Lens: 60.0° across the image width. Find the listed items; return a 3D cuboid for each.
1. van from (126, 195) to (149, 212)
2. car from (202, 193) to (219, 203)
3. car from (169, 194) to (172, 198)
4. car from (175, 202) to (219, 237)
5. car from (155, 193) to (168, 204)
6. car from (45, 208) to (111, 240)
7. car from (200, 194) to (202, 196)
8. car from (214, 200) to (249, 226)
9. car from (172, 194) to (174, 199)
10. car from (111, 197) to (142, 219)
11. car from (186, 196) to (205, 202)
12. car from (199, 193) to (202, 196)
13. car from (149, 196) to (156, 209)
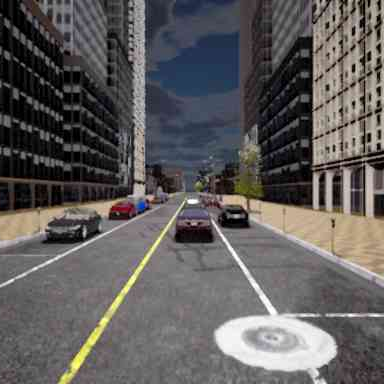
[{"bbox_3d":[-5.694,1.200,33.538,1.690,1.788,3.998,0,0,0],"label":"van"},{"bbox_3d":[2.684,1.249,44.909,1.967,1.590,4.097,0,0,0],"label":"car"},{"bbox_3d":[-5.703,1.268,67.692,1.947,1.339,4.313,0,0,0],"label":"car"},{"bbox_3d":[0.101,1.475,17.451,2.033,1.411,5.357,0,0,0],"label":"car"},{"bbox_3d":[-5.699,1.196,56.306,1.967,1.590,4.097,0,0,0],"label":"car"},{"bbox_3d":[-5.691,1.482,16.462,2.008,1.369,4.403,0,0,0],"label":"car"},{"bbox_3d":[2.680,1.338,56.294,1.802,1.307,4.206,0,0,0],"label":"car"},{"bbox_3d":[2.688,1.474,22.143,1.947,1.339,4.313,0,0,0],"label":"car"},{"bbox_3d":[-5.707,1.119,90.289,1.752,1.417,4.829,0,0,0],"label":"car"},{"bbox_3d":[-5.694,1.428,27.846,1.887,1.381,4.507,0,0,0],"label":"car"},{"bbox_3d":[0.091,1.451,35.617,1.895,1.301,4.718,0,0,0],"label":"car"},{"bbox_3d":[2.679,1.254,62.156,1.752,1.417,4.829,0,0,0],"label":"car"},{"bbox_3d":[-5.696,1.416,39.231,1.802,1.307,4.206,0,0,0],"label":"car"}]
